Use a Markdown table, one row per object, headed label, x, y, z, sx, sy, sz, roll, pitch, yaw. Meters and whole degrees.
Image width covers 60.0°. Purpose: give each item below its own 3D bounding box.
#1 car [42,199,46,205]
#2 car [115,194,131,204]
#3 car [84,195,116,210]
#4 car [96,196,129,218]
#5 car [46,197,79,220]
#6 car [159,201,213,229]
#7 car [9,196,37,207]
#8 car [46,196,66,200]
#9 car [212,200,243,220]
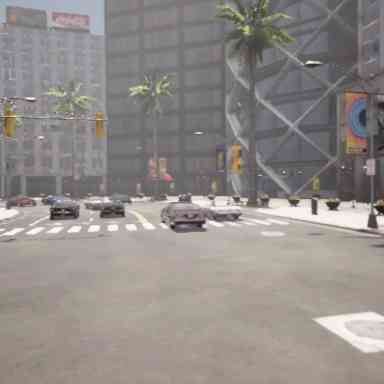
| label | x | y | z | sx | sy | sz | roll | pitch | yaw |
| --- | --- | --- | --- | --- | --- | --- | --- | --- | --- |
| car | -18.069 | 1.149 | 44.434 | 4.718 | 1.301 | 1.895 | 0 | 1 | 39 |
| car | -10.401 | 0.986 | 47.036 | 1.994 | 1.385 | 4.181 | -1 | 1 | -45 |
| car | -9.975 | 1.191 | 35.244 | 1.895 | 1.301 | 4.718 | -1 | 1 | -30 |
| car | -6.483 | 1.276 | 26.769 | 1.895 | 1.301 | 4.718 | -1 | 1 | -16 |
| car | -9.823 | 1.327 | 25.869 | 1.895 | 1.301 | 4.718 | -1 | 1 | -16 |
| car | -0.675 | 1.262 | 19.514 | 2.033 | 1.411 | 5.357 | -1 | 1 | -14 |
| car | -21.897 | 1.177 | 42.942 | 4.181 | 1.385 | 1.994 | 0 | 1 | 34 |
| car | -13.335 | 1.172 | 34.068 | 1.812 | 1.442 | 4.674 | -1 | 1 | -32 |
| car | 1.877 | 1.224 | 23.772 | 1.895 | 1.301 | 4.718 | -1 | 1 | -14 |
